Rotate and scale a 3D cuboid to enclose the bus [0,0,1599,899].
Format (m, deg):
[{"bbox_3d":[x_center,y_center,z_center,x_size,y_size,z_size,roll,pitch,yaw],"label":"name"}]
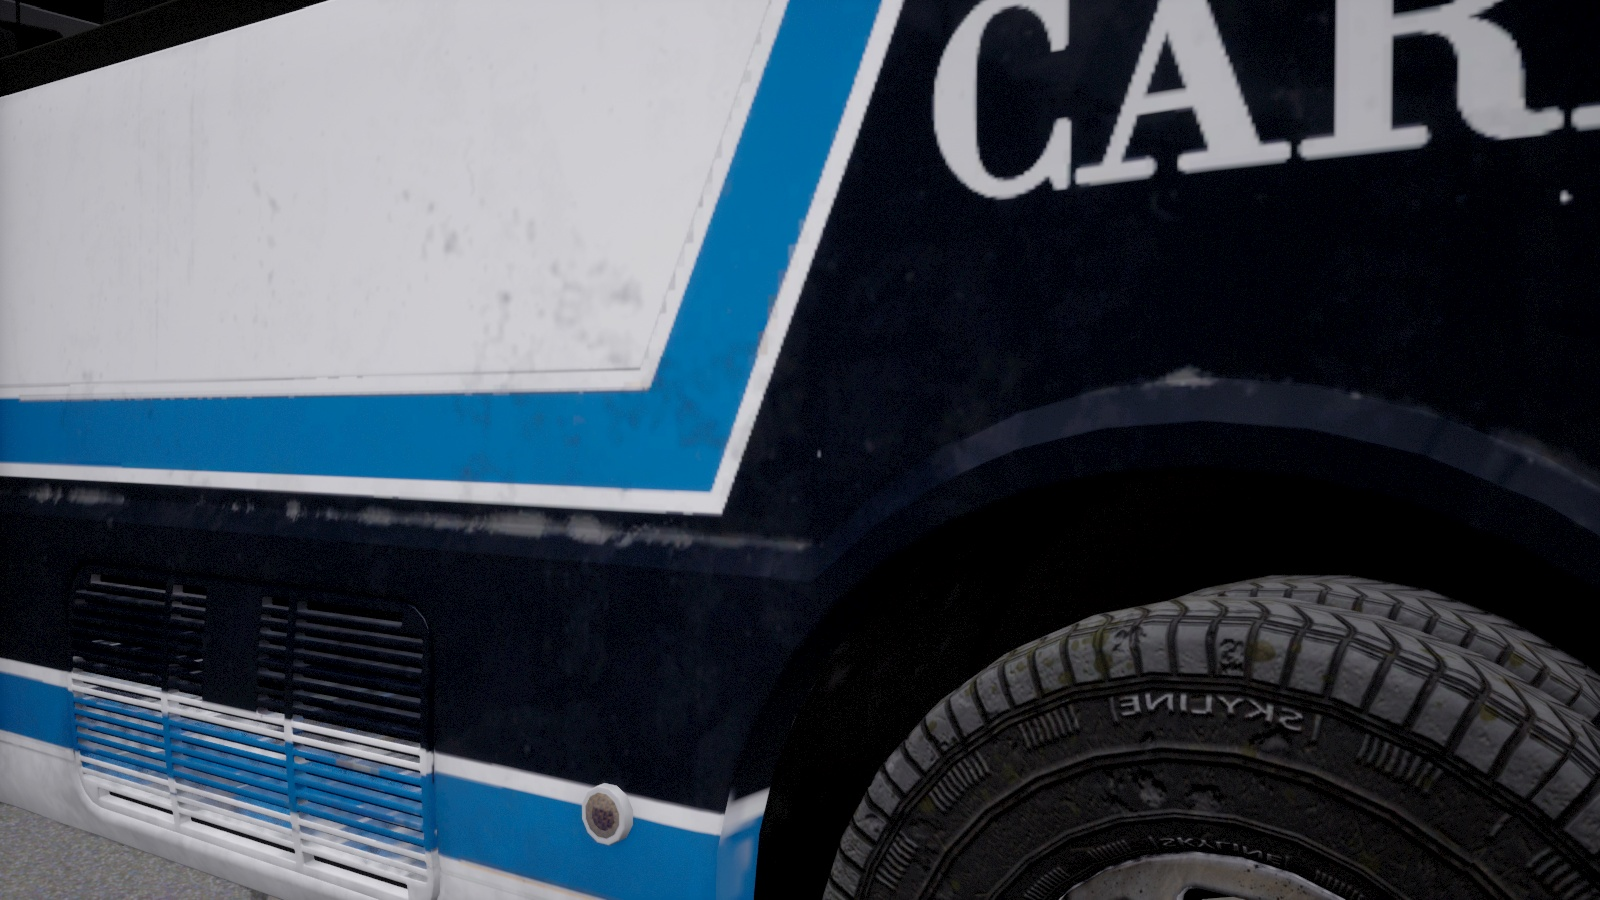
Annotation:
[{"bbox_3d":[-0.868,-0.689,4.212,10.273,4.253,3.944,0,1,33],"label":"bus"}]
